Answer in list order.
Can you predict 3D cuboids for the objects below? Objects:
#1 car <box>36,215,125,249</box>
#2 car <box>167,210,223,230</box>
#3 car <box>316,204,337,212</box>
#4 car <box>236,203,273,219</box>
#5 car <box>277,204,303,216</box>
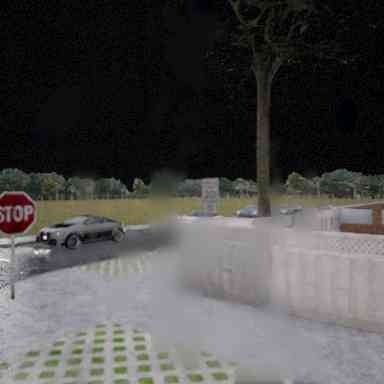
[{"bbox_3d":[-5.240,1.831,16.085,1.994,1.385,4.181,0,-1,35],"label":"car"},{"bbox_3d":[0.270,2.003,23.928,1.895,1.301,4.718,0,-1,35],"label":"car"},{"bbox_3d":[17.800,2.323,43.730,1.994,1.385,4.181,0,-1,35],"label":"car"},{"bbox_3d":[6.081,1.897,32.174,2.097,1.767,4.553,0,-1,35],"label":"car"},{"bbox_3d":[11.986,2.179,40.510,2.128,1.511,4.902,0,-1,36],"label":"car"}]
